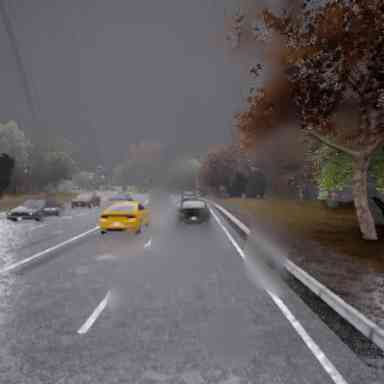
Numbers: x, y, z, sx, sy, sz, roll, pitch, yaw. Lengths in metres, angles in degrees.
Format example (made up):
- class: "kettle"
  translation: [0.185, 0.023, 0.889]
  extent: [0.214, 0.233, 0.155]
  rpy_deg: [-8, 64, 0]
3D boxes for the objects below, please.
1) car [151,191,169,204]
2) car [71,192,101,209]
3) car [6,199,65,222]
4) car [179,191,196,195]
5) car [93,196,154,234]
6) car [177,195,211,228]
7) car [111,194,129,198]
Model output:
- class: "car"
  translation: [-4.013, 0.642, 41.442]
  extent: [1.837, 1.490, 4.892]
  rpy_deg: [0, 1, -5]
- class: "car"
  translation: [-10.565, 0.812, 33.531]
  extent: [1.882, 1.535, 5.008]
  rpy_deg: [0, 2, -1]
- class: "car"
  translation: [-10.508, 1.168, 22.917]
  extent: [2.033, 1.411, 5.357]
  rpy_deg: [0, 2, 0]
- class: "car"
  translation: [-0.545, 0.639, 41.675]
  extent: [2.128, 1.511, 4.902]
  rpy_deg: [0, 2, -5]
- class: "car"
  translation: [-3.402, 1.242, 17.531]
  extent: [1.882, 1.535, 5.008]
  rpy_deg: [0, 2, 0]
- class: "car"
  translation: [0.109, 1.179, 19.936]
  extent: [1.882, 1.535, 5.008]
  rpy_deg: [0, 2, 0]
- class: "car"
  translation: [-7.063, 0.901, 32.973]
  extent: [2.033, 1.411, 5.357]
  rpy_deg: [0, 2, -1]
